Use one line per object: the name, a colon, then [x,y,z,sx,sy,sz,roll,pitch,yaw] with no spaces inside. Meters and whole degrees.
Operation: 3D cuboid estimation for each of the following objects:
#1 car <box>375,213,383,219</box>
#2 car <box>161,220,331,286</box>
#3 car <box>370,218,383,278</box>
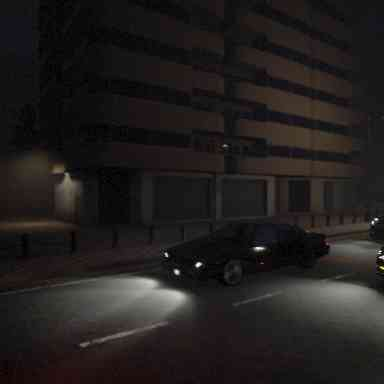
car: [10.360,1.347,15.637,4.553,1.767,2.097,0,0,-35]
car: [1.801,1.546,9.575,5.357,1.411,2.033,0,0,-36]
car: [6.758,1.502,8.799,4.892,1.490,1.837,0,0,-35]
